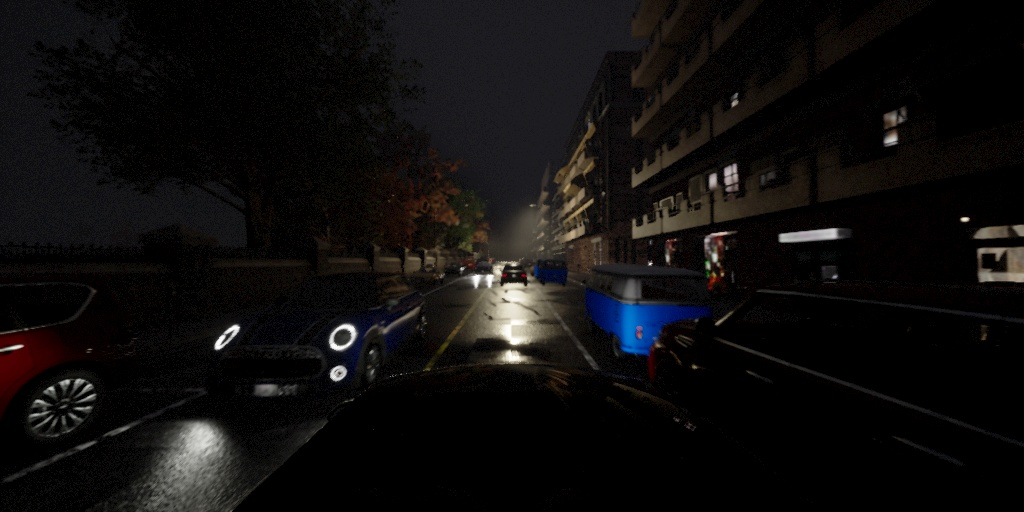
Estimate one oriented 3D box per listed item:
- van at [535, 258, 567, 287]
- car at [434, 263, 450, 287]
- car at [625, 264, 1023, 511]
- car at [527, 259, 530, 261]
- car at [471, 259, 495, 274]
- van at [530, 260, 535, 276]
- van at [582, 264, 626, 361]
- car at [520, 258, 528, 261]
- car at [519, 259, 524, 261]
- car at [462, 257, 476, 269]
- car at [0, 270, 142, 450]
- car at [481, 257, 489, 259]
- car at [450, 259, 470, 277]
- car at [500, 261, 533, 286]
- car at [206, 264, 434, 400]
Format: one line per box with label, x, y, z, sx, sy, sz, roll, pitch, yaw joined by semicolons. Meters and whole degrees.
van;2.697;1.083;24.543;1.690;1.789;3.998;0;0;0
car;-5.684;1.269;24.375;1.751;1.417;4.829;0;0;0
car;2.692;1.064;2.448;2.192;1.841;5.009;0;0;0
car;2.699;1.264;35.758;1.751;1.417;4.829;0;0;0
car;-3.079;1.339;40.178;1.895;1.301;4.718;0;0;0
van;2.698;1.081;30.065;1.690;1.789;3.998;0;0;0
van;2.693;1.089;7.971;1.690;1.789;3.998;0;0;0
car;2.704;1.298;57.682;1.948;1.339;4.313;0;0;0
car;0.107;1.339;39.318;1.895;1.301;4.718;0;0;0
car;-5.679;1.051;46.638;2.192;1.841;5.009;0;0;0
car;-5.689;1.065;2.450;2.192;1.841;5.009;0;0;0
car;-5.675;1.296;63.208;1.948;1.339;4.313;0;0;0
car;-5.682;1.290;35.591;2.007;1.370;4.403;0;0;0
car;0.117;1.290;24.990;2.033;1.411;5.357;0;0;0
car;-3.088;1.101;6.762;2.097;1.767;4.553;0;0;0
